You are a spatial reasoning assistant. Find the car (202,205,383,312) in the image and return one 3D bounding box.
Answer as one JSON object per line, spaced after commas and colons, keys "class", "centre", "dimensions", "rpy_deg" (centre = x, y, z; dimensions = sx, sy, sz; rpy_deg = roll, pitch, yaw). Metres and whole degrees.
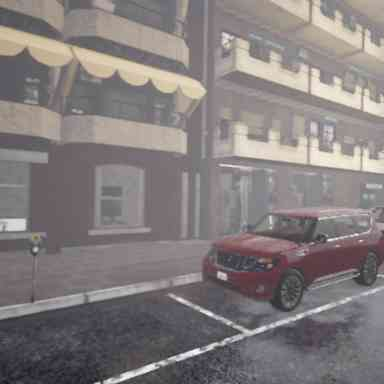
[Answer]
{"class": "car", "centre": [2.644, 1.323, 7.954], "dimensions": [5.009, 1.841, 2.192], "rpy_deg": [0, 1, -35]}
